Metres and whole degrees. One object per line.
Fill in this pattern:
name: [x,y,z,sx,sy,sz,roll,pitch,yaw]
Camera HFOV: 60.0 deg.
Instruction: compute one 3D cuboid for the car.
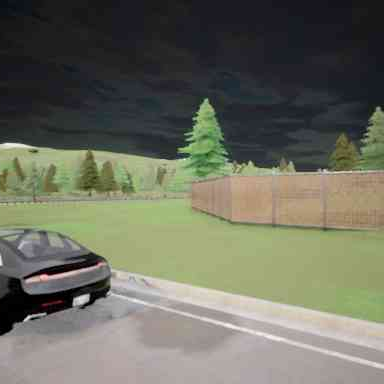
car: [-3.712,1.479,6.638,4.902,1.511,2.128,0,0,35]
